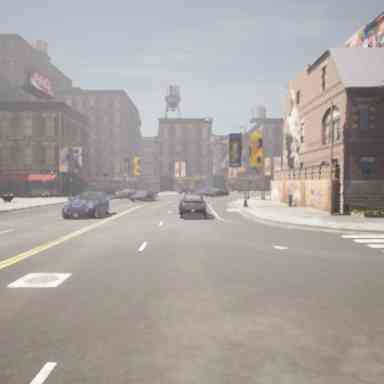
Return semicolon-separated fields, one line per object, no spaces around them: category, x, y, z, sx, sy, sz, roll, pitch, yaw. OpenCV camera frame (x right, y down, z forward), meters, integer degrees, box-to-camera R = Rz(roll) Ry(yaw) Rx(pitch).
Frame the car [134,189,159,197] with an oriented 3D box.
car;-7.746;0.186;56.966;1.895;1.301;4.718;1;2;30

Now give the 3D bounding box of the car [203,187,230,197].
car;4.718;0.116;57.887;2.033;1.411;5.357;1;2;34

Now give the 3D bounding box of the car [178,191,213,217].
car;0.087;0.907;23.561;2.128;1.511;4.902;0;1;0

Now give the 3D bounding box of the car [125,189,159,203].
car;-6.032;0.527;41.207;2.033;1.411;5.357;0;1;11

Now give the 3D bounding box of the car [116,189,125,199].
car;-9.909;0.242;51.659;2.002;1.452;4.674;1;1;20

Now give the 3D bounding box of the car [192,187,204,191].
car;2.685;-0.167;61.340;2.097;1.767;4.553;1;2;36

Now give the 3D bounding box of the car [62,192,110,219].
car;-7.062;0.793;22.508;2.097;1.767;4.553;0;1;1
